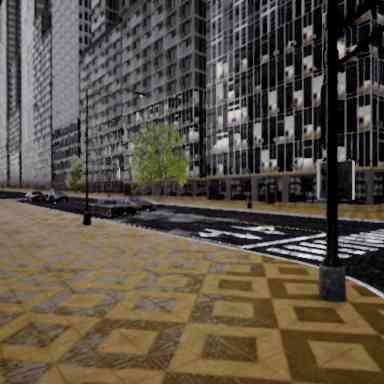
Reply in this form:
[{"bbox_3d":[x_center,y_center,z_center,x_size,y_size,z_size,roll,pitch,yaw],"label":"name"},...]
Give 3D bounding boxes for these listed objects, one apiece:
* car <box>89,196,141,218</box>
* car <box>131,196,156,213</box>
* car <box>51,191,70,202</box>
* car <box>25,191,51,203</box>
[{"bbox_3d":[-6.054,1.157,25.127,1.895,1.301,4.718,0,1,-38],"label":"car"},{"bbox_3d":[-5.252,1.040,29.361,2.033,1.411,5.357,0,1,-38],"label":"car"},{"bbox_3d":[-18.914,0.633,46.927,2.033,1.411,5.357,0,1,-38],"label":"car"},{"bbox_3d":[-20.531,0.634,43.701,1.837,1.490,4.892,0,1,-38],"label":"car"}]
